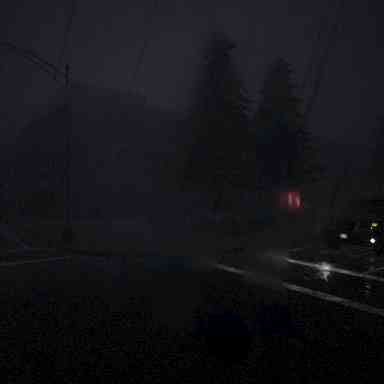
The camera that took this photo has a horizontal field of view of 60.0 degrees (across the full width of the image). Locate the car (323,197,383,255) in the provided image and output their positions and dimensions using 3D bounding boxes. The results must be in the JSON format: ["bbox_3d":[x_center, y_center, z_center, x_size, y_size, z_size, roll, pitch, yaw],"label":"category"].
[{"bbox_3d":[7.729,1.248,13.728,5.566,2.045,2.150,0,0,-37],"label":"car"}]
